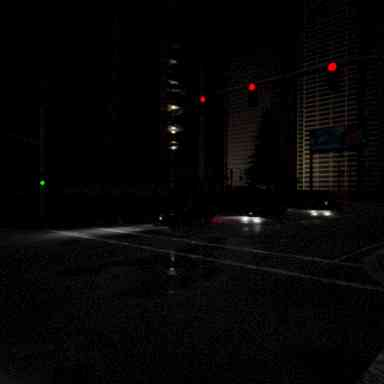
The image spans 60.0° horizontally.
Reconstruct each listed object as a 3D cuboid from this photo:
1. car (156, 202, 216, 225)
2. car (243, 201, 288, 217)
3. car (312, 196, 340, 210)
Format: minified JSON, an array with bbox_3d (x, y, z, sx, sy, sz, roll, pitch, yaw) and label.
[{"bbox_3d":[-0.366,1.463,23.569,2.128,1.511,4.902,0,0,44],"label":"car"},{"bbox_3d":[7.029,1.523,31.354,2.033,1.411,5.357,0,0,44],"label":"car"},{"bbox_3d":[16.806,1.334,41.638,2.097,1.767,4.553,0,0,43],"label":"car"}]
